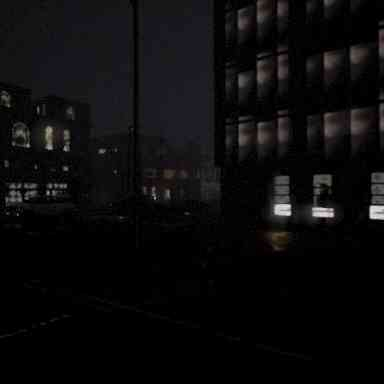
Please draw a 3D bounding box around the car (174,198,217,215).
[{"bbox_3d":[0.446,1.555,35.090,1.967,1.590,4.097,-1,-1,36],"label":"car"}]

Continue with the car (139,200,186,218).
[{"bbox_3d":[-2.807,1.669,30.611,1.802,1.307,4.206,-1,-1,36],"label":"car"}]

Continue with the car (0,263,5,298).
[{"bbox_3d":[-5.507,1.546,6.805,4.403,1.369,2.008,0,0,35],"label":"car"}]

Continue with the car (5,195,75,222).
[{"bbox_3d":[-12.315,1.297,27.522,2.150,2.045,5.566,0,0,36],"label":"car"}]

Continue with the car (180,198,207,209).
[{"bbox_3d":[0.264,1.651,48.976,1.967,1.590,4.097,-1,-1,36],"label":"car"}]

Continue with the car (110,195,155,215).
[{"bbox_3d":[-6.192,1.347,35.819,2.150,2.045,5.566,0,0,37],"label":"car"}]

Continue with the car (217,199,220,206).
[{"bbox_3d":[3.547,1.784,53.433,1.887,1.381,4.507,-1,-1,36],"label":"car"}]
